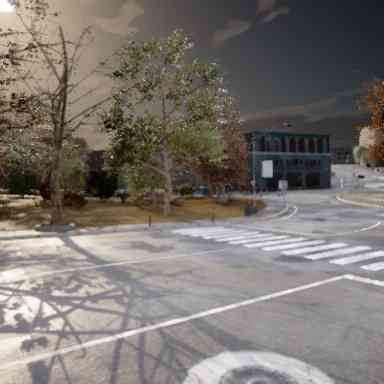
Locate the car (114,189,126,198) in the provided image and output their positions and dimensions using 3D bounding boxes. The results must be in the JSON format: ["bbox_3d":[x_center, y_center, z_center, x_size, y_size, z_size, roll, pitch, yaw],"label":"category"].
[{"bbox_3d":[-12.155,0.274,61.788,2.185,1.767,4.553,-2,1,16],"label":"car"}]

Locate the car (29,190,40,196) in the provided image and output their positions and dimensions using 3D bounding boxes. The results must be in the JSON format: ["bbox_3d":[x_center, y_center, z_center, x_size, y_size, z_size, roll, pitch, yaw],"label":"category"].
[{"bbox_3d":[-35.696,0.256,79.959,2.097,1.535,5.008,0,2,19],"label":"car"}]

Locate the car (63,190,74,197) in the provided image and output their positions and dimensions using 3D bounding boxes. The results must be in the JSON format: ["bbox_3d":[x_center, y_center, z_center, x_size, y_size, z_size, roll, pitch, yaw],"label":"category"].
[{"bbox_3d":[-24.026,0.188,70.737,2.435,2.045,5.566,0,2,17],"label":"car"}]

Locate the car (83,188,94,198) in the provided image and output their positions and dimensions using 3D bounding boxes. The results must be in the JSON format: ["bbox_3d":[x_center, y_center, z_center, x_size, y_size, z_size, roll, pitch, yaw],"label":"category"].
[{"bbox_3d":[-19.282,0.328,67.190,2.185,1.767,4.553,-1,2,17],"label":"car"}]

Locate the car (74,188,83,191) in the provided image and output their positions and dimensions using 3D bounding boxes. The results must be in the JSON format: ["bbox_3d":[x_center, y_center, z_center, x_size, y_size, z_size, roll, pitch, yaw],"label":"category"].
[{"bbox_3d":[-21.660,0.482,68.936,2.163,1.488,4.792,0,2,17],"label":"car"}]

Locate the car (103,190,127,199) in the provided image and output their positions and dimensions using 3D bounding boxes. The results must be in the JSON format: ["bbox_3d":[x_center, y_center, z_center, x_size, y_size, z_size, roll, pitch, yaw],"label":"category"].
[{"bbox_3d":[-14.572,0.431,63.408,1.946,1.575,5.366,-1,2,16],"label":"car"}]

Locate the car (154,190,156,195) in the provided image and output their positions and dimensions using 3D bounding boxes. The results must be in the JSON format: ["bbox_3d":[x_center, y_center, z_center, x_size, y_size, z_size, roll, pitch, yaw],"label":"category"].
[{"bbox_3d":[-7.358,0.077,58.273,2.435,2.045,5.566,-1,1,16],"label":"car"}]

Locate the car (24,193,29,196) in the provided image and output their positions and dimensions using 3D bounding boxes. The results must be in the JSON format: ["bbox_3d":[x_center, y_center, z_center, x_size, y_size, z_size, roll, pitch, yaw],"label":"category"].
[{"bbox_3d":[-38.026,0.215,81.813,2.097,1.535,5.008,0,2,19],"label":"car"}]
